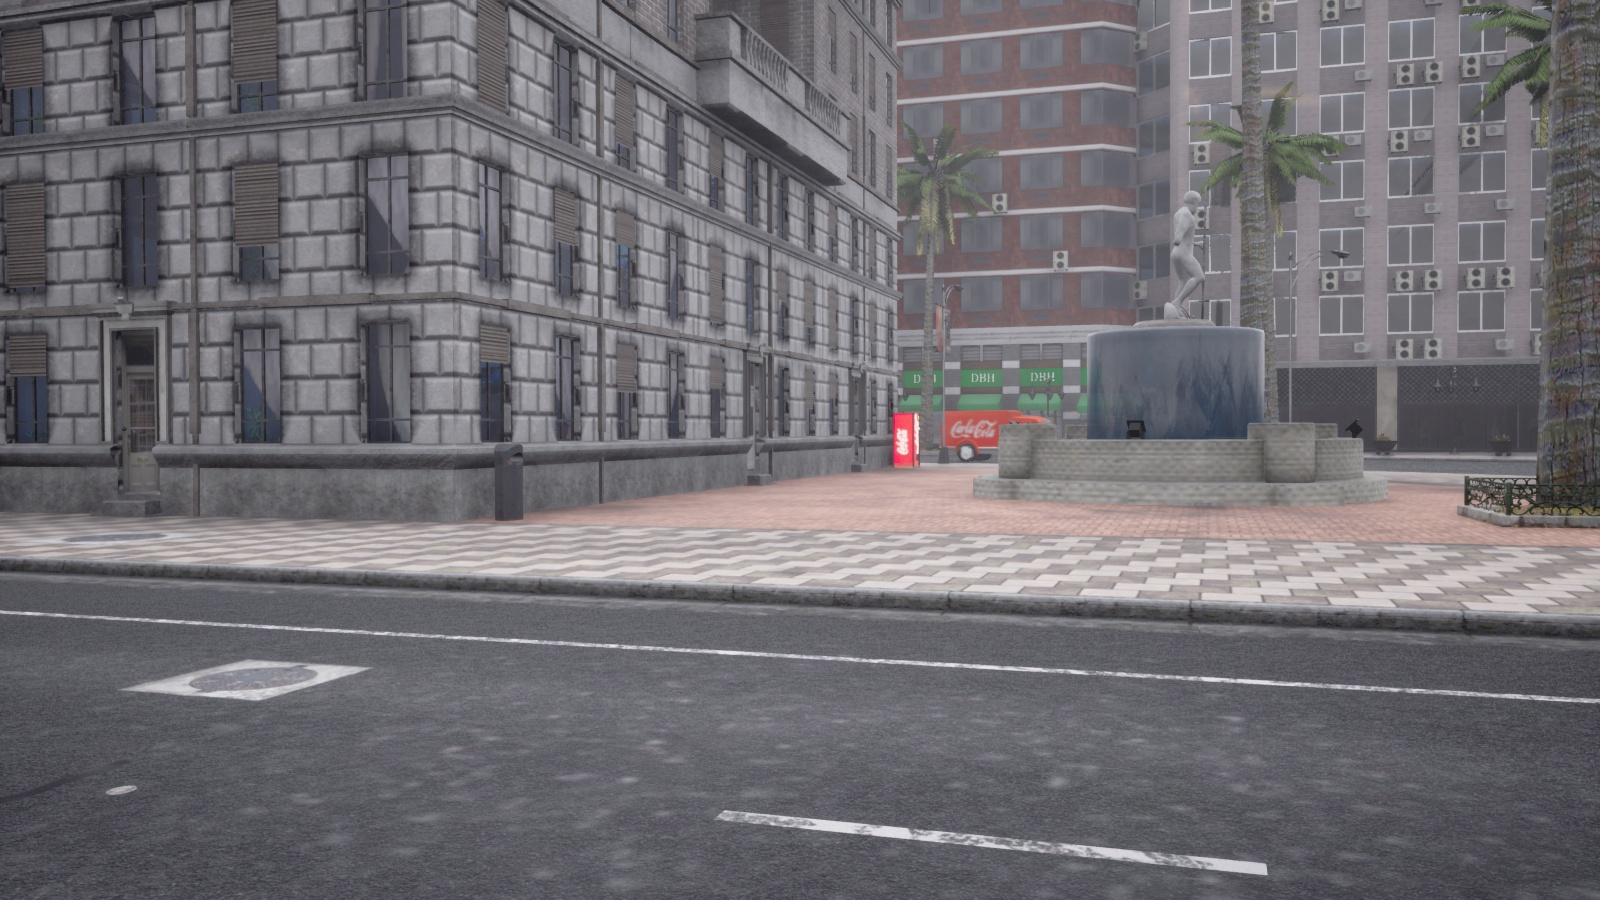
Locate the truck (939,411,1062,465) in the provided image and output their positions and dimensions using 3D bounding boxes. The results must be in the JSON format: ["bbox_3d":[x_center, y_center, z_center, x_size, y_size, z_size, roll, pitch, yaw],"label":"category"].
[{"bbox_3d":[9.576,-0.583,59.897,5.204,2.467,2.627,1,1,27],"label":"truck"}]
